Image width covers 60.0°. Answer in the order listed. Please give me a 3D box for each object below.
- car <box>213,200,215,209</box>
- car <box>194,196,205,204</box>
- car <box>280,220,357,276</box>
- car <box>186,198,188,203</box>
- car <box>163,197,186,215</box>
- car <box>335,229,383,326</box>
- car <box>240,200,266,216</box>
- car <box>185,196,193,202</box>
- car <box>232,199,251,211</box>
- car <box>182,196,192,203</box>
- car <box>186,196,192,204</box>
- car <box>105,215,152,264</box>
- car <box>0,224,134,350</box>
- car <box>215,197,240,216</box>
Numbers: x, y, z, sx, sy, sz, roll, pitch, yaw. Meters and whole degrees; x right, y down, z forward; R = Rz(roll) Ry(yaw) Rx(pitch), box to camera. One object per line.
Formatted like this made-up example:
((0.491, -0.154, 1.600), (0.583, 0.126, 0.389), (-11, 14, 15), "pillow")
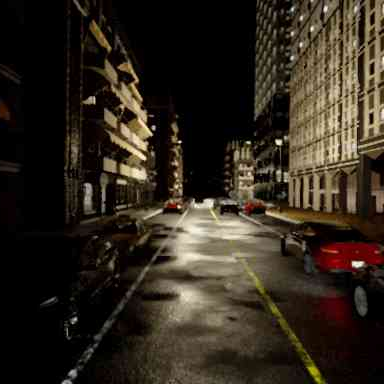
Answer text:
((4.049, 1.501, 46.737), (2.097, 1.767, 4.553), (1, 0, 1), "car")
((1.494, 1.643, 66.187), (1.882, 1.535, 5.008), (1, 0, 1), "car")
((4.101, 1.598, 10.407), (1.812, 1.442, 4.674), (1, 0, 1), "car")
((-1.801, 1.641, 40.229), (1.802, 1.307, 4.206), (1, 0, 1), "car")
((-1.930, 1.485, 34.583), (1.967, 1.590, 4.097), (1, 0, 1), "car")
((3.843, 1.562, 4.430), (1.837, 1.490, 4.892), (1, 0, 3), "car")
((6.446, 1.697, 34.388), (1.887, 1.381, 4.507), (1, 0, 1), "car")
((-0.767, 1.776, 87.026), (1.802, 1.307, 4.206), (1, 0, 1), "car")
((6.707, 1.732, 45.682), (2.008, 1.369, 4.403), (1, 0, 1), "car")
((-1.015, 1.706, 74.112), (2.008, 1.369, 4.403), (1, 0, 1), "car")
((-1.147, 1.689, 68.465), (2.008, 1.369, 4.403), (1, 0, 1), "car")
((-2.459, 1.516, 11.825), (1.752, 1.417, 4.829), (1, 0, 1), "car")
((-2.587, 1.544, 6.347), (1.947, 1.339, 4.313), (1, 0, 1), "car")
((3.815, 1.612, 34.949), (2.128, 1.511, 4.902), (1, 0, 2), "car")
